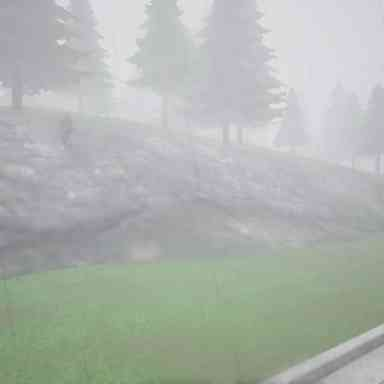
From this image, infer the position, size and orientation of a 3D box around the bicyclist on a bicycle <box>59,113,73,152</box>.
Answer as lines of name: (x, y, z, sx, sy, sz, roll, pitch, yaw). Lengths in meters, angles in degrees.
bicyclist on a bicycle: (-5.905, -2.835, 15.615, 0.582, 1.620, 1.656, -6, 34, -37)
